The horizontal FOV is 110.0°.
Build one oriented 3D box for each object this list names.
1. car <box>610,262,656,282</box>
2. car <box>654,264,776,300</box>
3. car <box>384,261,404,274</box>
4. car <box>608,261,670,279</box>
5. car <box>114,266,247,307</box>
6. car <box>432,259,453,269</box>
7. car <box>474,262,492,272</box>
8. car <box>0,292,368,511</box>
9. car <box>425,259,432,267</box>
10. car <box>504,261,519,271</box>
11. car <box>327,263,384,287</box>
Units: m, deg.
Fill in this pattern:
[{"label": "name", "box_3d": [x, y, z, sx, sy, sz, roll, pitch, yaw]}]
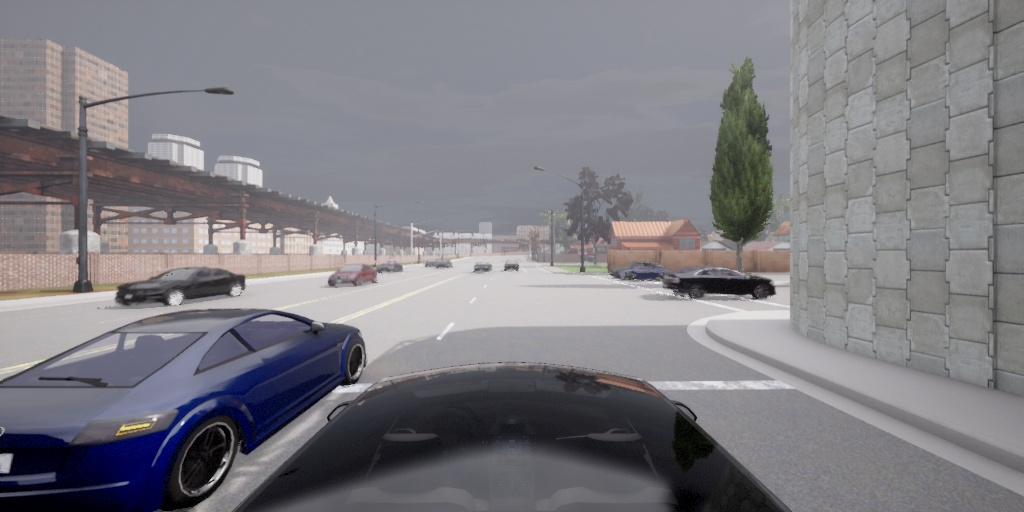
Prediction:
[{"label": "car", "box_3d": [10.304, 1.305, 28.488, 4.181, 1.385, 1.994, 0, 0, -1]}, {"label": "car", "box_3d": [9.710, 1.237, 16.969, 4.902, 1.511, 2.128, 0, 0, 1]}, {"label": "car", "box_3d": [-14.090, 1.301, 41.651, 1.994, 1.385, 4.181, 0, 0, 0]}, {"label": "car", "box_3d": [11.237, 1.245, 31.999, 4.892, 1.490, 1.837, 0, 0, -1]}, {"label": "car", "box_3d": [-14.097, 1.223, 15.675, 1.882, 1.535, 5.008, 0, 0, 0]}, {"label": "car", "box_3d": [-10.552, 1.280, 56.213, 2.033, 1.411, 5.357, 0, 0, 0]}, {"label": "car", "box_3d": [-3.518, 1.336, 44.414, 1.895, 1.301, 4.718, 0, 0, 2]}, {"label": "car", "box_3d": [-3.410, 1.313, 4.335, 1.994, 1.385, 4.181, 0, 0, 0]}, {"label": "car", "box_3d": [-13.989, 1.261, 63.181, 1.812, 1.442, 4.674, 0, 0, 0]}, {"label": "car", "box_3d": [-0.002, 1.336, 48.575, 1.895, 1.301, 4.718, 0, 0, 2]}, {"label": "car", "box_3d": [-10.582, 1.268, 24.244, 1.812, 1.442, 4.674, 0, 0, 0]}]
